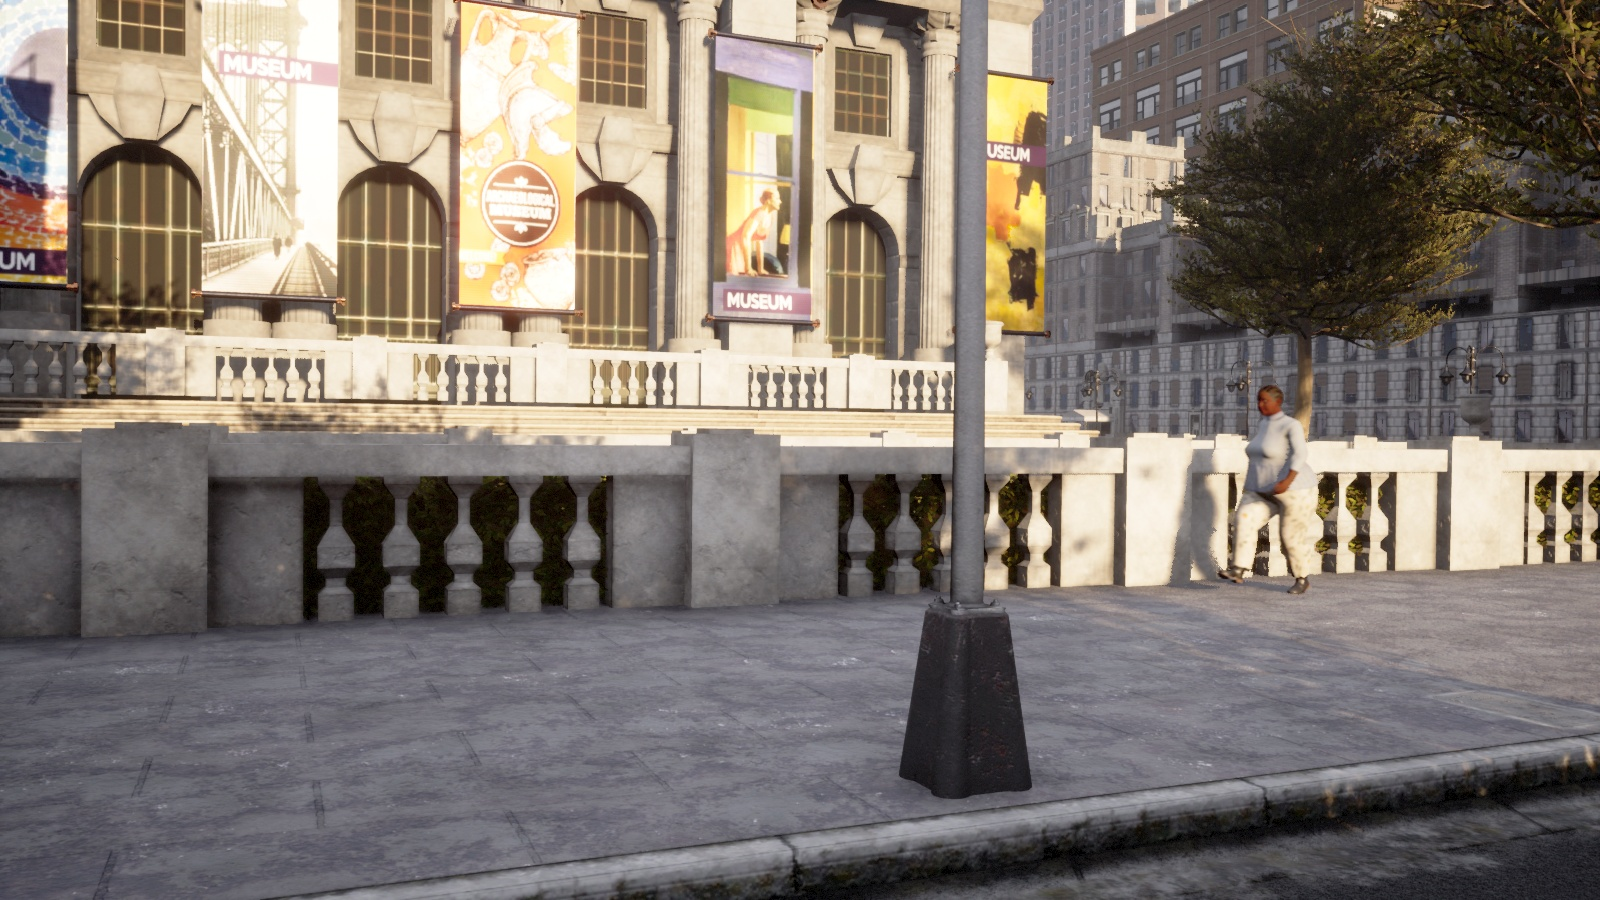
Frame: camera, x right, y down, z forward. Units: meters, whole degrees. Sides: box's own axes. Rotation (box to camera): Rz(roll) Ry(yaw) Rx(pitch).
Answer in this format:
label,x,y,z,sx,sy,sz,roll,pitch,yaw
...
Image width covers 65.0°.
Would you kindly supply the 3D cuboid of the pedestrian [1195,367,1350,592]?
label,x,y,z,sx,sy,sz,roll,pitch,yaw
pedestrian,4.087,0.233,10.898,0.900,1.855,0.874,-1,1,-22
